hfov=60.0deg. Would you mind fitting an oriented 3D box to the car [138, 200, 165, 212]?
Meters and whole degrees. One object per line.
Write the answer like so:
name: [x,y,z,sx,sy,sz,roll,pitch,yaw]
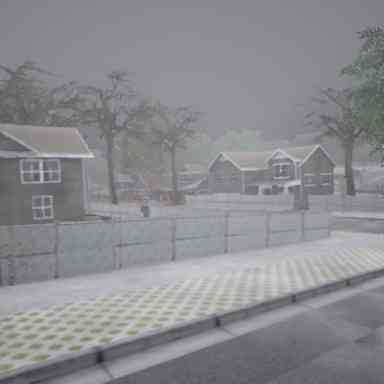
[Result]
car: [-5.195,1.769,41.788,1.837,1.490,4.892,-4,2,-35]
